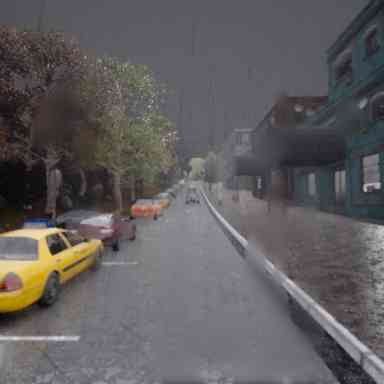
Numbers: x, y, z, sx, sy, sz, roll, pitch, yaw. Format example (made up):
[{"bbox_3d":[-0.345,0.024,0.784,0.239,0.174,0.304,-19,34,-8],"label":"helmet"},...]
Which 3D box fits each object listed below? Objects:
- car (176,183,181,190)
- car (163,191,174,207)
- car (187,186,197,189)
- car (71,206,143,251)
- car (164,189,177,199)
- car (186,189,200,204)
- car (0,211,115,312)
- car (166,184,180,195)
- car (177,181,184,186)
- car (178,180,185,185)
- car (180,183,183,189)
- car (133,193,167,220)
[{"bbox_3d":[-3.653,-0.216,60.908,2.185,1.767,4.553,0,3,2],"label":"car"},{"bbox_3d":[-3.629,1.028,38.495,1.946,1.575,5.366,1,2,2],"label":"car"},{"bbox_3d":[0.002,-0.604,70.773,1.812,1.442,4.674,0,3,0],"label":"car"},{"bbox_3d":[-3.651,1.564,14.217,2.002,1.452,4.674,0,0,2],"label":"car"},{"bbox_3d":[-3.633,0.807,44.230,2.231,1.521,4.892,1,3,2],"label":"car"},{"bbox_3d":[0.107,0.798,45.822,2.033,1.411,5.357,0,3,0],"label":"car"},{"bbox_3d":[-3.643,1.510,8.080,1.946,1.575,5.366,0,0,2],"label":"car"},{"bbox_3d":[-3.653,0.097,55.346,2.185,1.767,4.553,0,3,2],"label":"car"},{"bbox_3d":[-3.644,-1.053,77.818,1.946,1.575,5.366,0,3,2],"label":"car"},{"bbox_3d":[-3.649,-1.651,88.788,2.163,1.488,4.792,0,3,2],"label":"car"},{"bbox_3d":[-3.651,-0.405,66.502,2.231,1.521,4.892,0,3,2],"label":"car"},{"bbox_3d":[-3.627,1.241,27.475,2.185,1.767,4.553,2,1,2],"label":"car"}]
